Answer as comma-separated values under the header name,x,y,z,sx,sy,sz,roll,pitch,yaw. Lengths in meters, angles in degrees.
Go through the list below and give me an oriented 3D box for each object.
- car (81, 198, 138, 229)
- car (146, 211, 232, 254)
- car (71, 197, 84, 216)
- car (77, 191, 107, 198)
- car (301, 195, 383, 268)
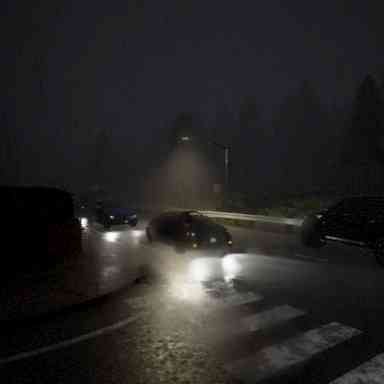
name,x,y,z,sx,sy,sz,roll,pitch,yaw
car,-4.971,1.335,20.329,1.812,1.442,4.674,0,1,-35
car,-0.252,1.443,13.075,1.994,1.385,4.181,0,1,-30
car,-10.717,1.331,28.503,1.895,1.301,4.718,0,1,-35
car,-10.569,0.895,34.684,2.150,2.045,5.566,0,1,-35
car,6.019,1.125,11.103,2.150,2.045,5.566,1,0,-17
